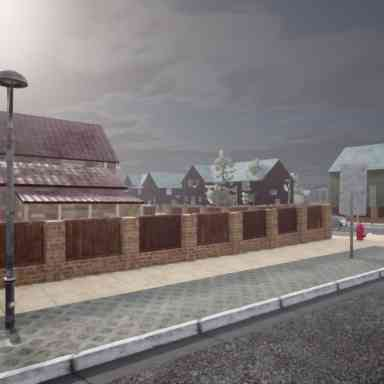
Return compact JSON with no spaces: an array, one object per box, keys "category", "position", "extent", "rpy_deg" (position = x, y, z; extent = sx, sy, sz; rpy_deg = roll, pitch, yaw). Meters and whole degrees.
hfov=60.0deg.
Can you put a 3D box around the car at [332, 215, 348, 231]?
[{"category":"car","position":[7.977,1.812,22.591],"extent":[2.128,1.511,4.902],"rpy_deg":[2,-2,-37]}]
